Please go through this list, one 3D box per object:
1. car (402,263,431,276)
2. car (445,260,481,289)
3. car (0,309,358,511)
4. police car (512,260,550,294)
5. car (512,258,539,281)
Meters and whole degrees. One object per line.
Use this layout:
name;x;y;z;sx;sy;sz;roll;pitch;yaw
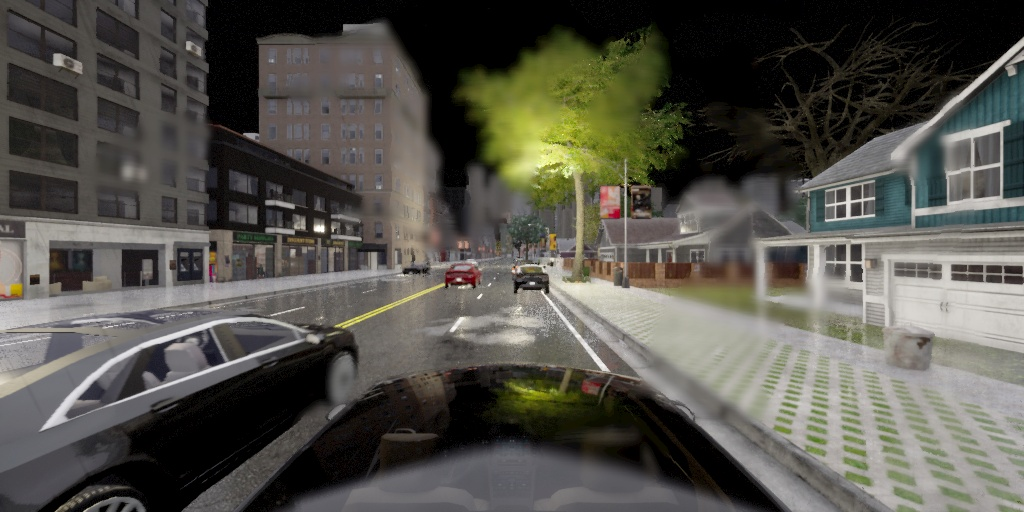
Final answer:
car;-9.756;1.337;36.790;1.895;1.301;4.718;0;0;0
car;-3.093;1.222;23.403;1.882;1.535;5.008;0;0;0
car;-3.146;1.241;3.309;2.128;1.511;4.902;0;0;0
police car;1.025;1.172;20.504;1.930;1.638;5.238;0;0;0
car;1.051;1.091;30.365;2.097;1.767;4.553;0;0;0
